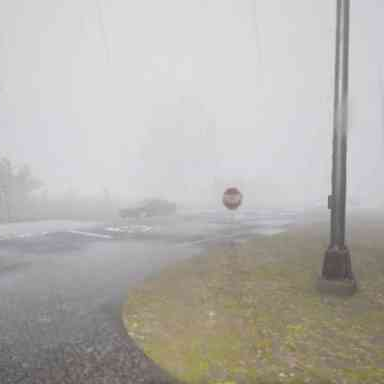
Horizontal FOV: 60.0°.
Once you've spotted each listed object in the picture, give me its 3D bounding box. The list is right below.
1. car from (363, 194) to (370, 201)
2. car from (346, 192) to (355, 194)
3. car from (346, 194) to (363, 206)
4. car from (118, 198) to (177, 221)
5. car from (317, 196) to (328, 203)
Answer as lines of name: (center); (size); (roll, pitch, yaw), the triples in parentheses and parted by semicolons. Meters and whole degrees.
car: (39.818, 1.392, 77.968); (1.812, 1.442, 4.674); (2, 1, 32)
car: (40.797, 1.009, 85.689); (2.150, 2.045, 5.566); (2, 1, 36)
car: (25.179, 1.484, 52.241); (1.994, 1.385, 4.181); (2, 1, 32)
car: (-3.176, 1.183, 24.369); (1.882, 1.535, 5.008); (2, 1, 36)
car: (25.875, 1.365, 64.893); (1.895, 1.301, 4.718); (2, 1, 36)
